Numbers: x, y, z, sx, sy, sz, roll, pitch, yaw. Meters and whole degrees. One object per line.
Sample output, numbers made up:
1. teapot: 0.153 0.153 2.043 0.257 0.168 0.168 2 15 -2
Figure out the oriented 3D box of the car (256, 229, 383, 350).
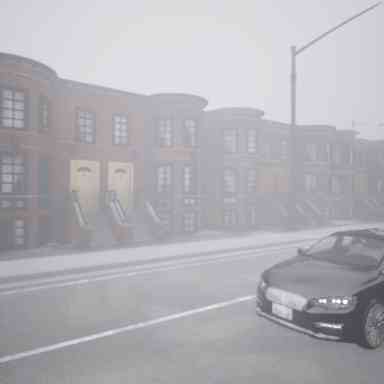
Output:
1. car: 3.334 1.515 6.353 4.902 1.511 2.128 0 0 -35
